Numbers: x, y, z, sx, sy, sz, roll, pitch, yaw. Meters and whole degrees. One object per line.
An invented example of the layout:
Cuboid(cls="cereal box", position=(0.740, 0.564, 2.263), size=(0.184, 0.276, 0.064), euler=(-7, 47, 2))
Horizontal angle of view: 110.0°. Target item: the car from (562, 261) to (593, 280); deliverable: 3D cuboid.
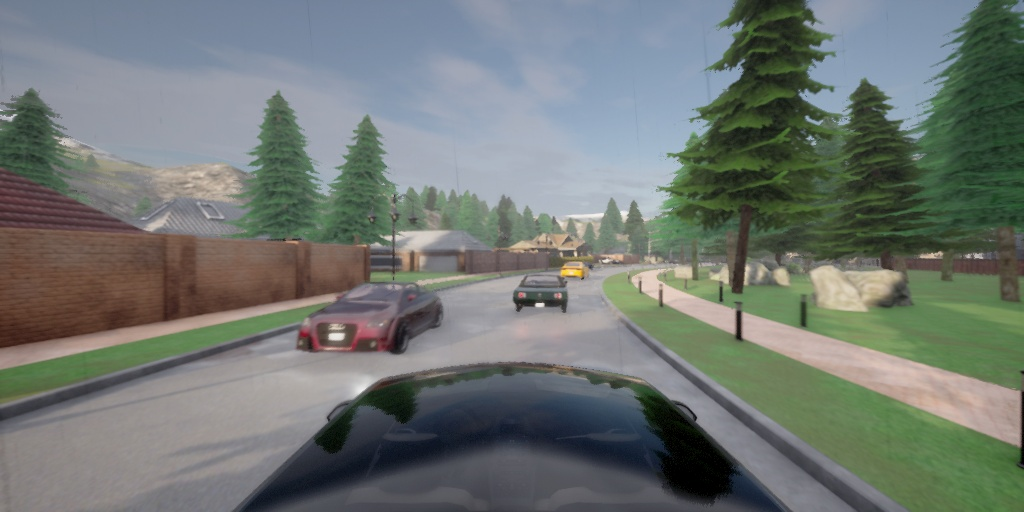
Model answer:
Cuboid(cls="car", position=(5.633, 1.257, 31.612), size=(1.882, 1.535, 5.008), euler=(0, 0, 19))

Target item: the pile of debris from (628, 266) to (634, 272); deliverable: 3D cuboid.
Cuboid(cls="pile of debris", position=(19.455, 2.000, 57.861), size=(1.500, 0.140, 1.860), euler=(0, 0, 37))

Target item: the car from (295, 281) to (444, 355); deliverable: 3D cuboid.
Cuboid(cls="car", position=(-3.070, 1.311, 8.628), size=(1.994, 1.385, 4.181), euler=(0, 0, 5))

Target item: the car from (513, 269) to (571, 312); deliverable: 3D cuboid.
Cuboid(cls="car", position=(1.268, 1.361, 14.240), size=(1.895, 1.301, 4.718), euler=(0, 0, 8))
